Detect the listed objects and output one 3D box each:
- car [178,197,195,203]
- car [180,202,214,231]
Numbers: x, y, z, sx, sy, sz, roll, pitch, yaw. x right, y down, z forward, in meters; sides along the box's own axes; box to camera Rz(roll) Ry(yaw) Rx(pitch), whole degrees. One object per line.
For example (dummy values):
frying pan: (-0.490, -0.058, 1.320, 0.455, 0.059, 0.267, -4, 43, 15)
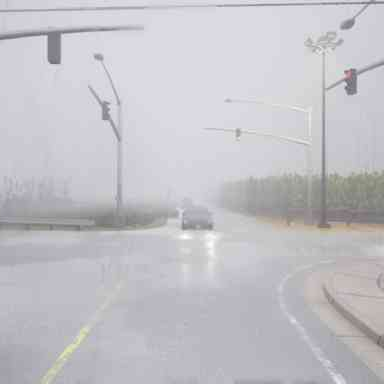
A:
car: (-0.758, 1.548, 45.473, 1.837, 1.490, 4.892, 0, 3, -3)
car: (0.319, 1.604, 20.803, 1.812, 1.442, 4.674, 0, 1, -1)
